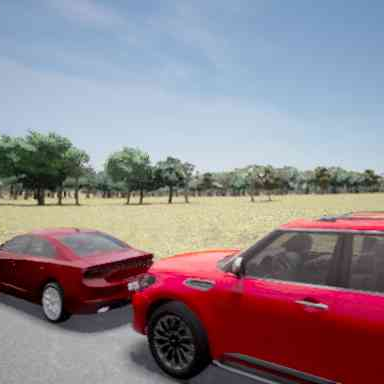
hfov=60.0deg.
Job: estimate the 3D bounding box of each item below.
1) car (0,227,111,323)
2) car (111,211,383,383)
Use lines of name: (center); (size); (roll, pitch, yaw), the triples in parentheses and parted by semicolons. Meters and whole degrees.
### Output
car: (-3.046, 1.522, 7.365); (5.008, 1.535, 1.882); (0, 0, 36)
car: (1.796, 1.254, 3.867); (5.566, 2.045, 2.150); (0, 0, 36)
